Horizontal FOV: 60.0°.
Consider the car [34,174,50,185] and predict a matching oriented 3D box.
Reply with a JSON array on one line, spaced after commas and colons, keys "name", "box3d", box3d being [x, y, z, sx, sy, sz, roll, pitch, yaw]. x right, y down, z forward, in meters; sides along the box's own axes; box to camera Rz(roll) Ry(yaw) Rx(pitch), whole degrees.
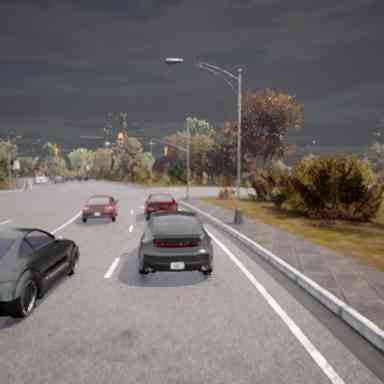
[{"name": "car", "box3d": [-31.016, -2.640, 68.047, 2.150, 2.045, 5.566, -2, 4, -26]}]

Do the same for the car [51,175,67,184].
[{"name": "car", "box3d": [-27.885, -2.450, 69.628, 1.812, 1.442, 4.674, -2, 4, -26]}]

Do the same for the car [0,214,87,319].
[{"name": "car", "box3d": [-3.827, 1.433, 7.044, 1.994, 1.385, 4.181, 0, 2, -4]}]

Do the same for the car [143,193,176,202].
[{"name": "car", "box3d": [-1.955, 0.812, 20.437, 1.882, 1.535, 5.008, -1, 3, -9]}]

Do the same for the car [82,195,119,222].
[{"name": "car", "box3d": [-5.403, 0.900, 19.892, 1.812, 1.442, 4.674, -1, 3, -10]}]

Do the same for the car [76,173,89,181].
[{"name": "car", "box3d": [-28.045, -3.815, 85.617, 2.150, 2.045, 5.566, -2, 4, -26]}]

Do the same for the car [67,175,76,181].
[{"name": "car", "box3d": [-31.165, -3.431, 84.053, 1.837, 1.490, 4.892, -2, 4, -26]}]

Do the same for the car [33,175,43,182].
[{"name": "car", "box3d": [-38.338, -3.373, 82.759, 1.882, 1.535, 5.008, -2, 4, -26]}]

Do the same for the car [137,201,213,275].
[{"name": "car", "box3d": [-0.529, 1.286, 9.759, 1.837, 1.490, 4.892, 0, 2, -5]}]
